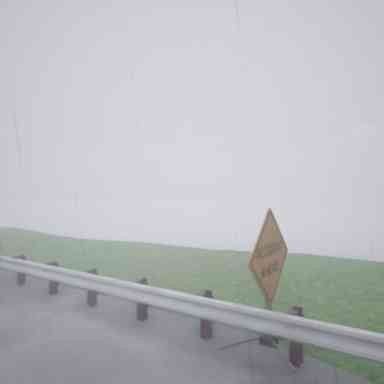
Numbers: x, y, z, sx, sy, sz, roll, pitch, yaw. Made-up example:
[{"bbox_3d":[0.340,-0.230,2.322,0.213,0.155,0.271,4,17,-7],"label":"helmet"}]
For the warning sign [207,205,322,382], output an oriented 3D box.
[{"bbox_3d":[1.008,1.134,4.439,1.060,1.860,1.300,-1,0,35],"label":"warning sign"}]
